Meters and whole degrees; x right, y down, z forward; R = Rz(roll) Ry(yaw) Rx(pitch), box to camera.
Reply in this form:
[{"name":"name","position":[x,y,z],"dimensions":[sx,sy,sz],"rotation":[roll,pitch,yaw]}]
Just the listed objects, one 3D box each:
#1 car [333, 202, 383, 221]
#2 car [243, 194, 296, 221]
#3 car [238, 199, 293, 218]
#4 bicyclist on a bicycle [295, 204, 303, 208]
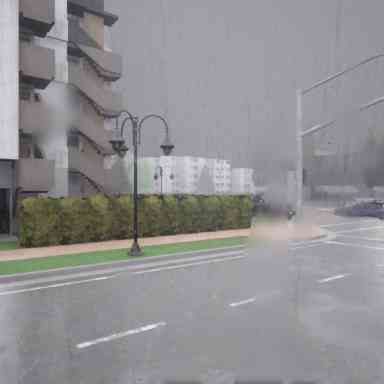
[{"name":"car","position":[14.669,1.547,27.630],"dimensions":[2.033,1.411,5.357],"rotation":[0,0,-38]},{"name":"car","position":[5.776,1.222,27.326],"dimensions":[2.150,2.045,5.566],"rotation":[0,0,-38]},{"name":"car","position":[6.882,1.478,31.644],"dimensions":[1.882,1.535,5.008],"rotation":[0,0,-37]},{"name":"bicyclist on a bicycle","position":[13.423,1.301,41.677],"dimensions":[1.656,1.620,0.582],"rotation":[0,0,-39]}]
